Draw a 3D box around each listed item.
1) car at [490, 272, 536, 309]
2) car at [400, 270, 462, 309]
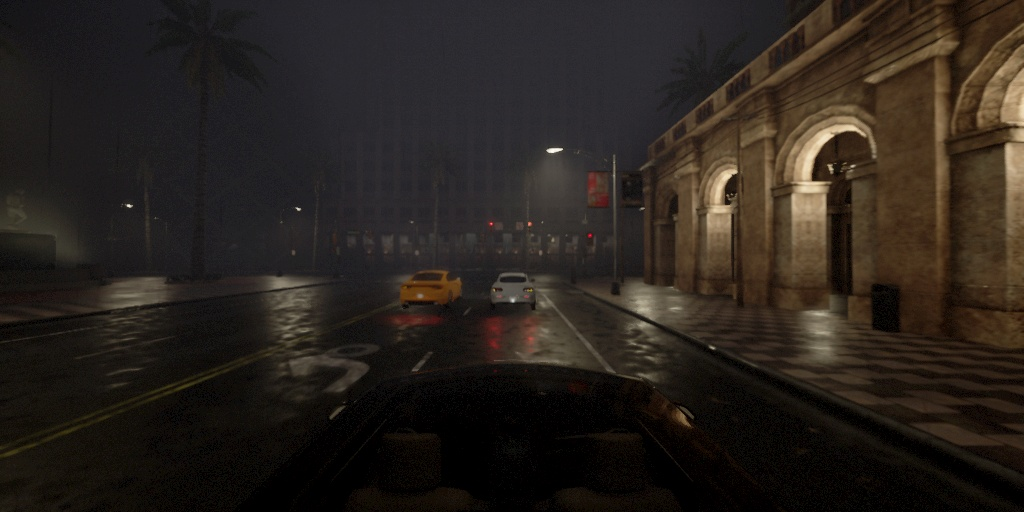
[{"bbox_3d":[0.057,1.427,15.670,1.812,1.442,4.674,0,0,1],"label":"car"},{"bbox_3d":[-3.438,1.382,16.037,1.882,1.535,5.008,0,0,1],"label":"car"}]
